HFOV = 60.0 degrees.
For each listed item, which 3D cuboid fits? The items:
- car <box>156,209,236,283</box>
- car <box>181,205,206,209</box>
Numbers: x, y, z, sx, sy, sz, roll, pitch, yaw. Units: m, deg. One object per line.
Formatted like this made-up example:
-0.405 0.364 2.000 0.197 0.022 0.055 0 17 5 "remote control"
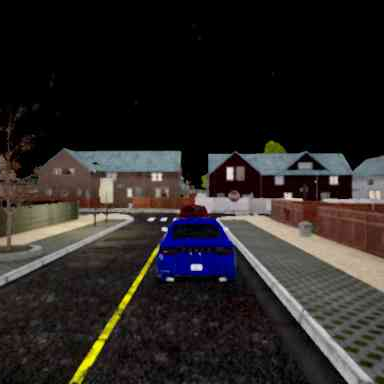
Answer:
0.101 1.481 9.671 1.882 1.535 5.008 0 0 0 "car"
0.103 1.485 19.668 1.882 1.535 5.008 0 0 0 "car"
